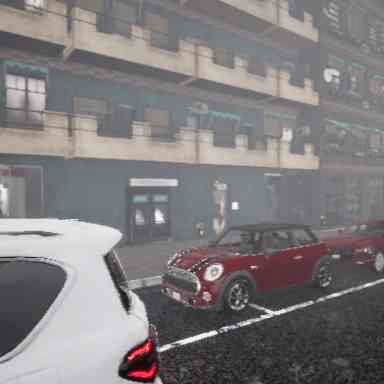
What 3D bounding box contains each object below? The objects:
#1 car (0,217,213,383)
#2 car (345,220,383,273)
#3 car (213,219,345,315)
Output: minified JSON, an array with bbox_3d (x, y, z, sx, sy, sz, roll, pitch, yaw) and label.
[{"bbox_3d":[-2.777,1.214,1.398,5.566,2.045,2.150,0,0,-36],"label":"car"},{"bbox_3d":[5.949,1.601,10.819,4.507,1.381,1.887,0,-1,-36],"label":"car"},{"bbox_3d":[1.322,1.467,7.519,4.097,1.590,1.967,0,-1,-36],"label":"car"}]
